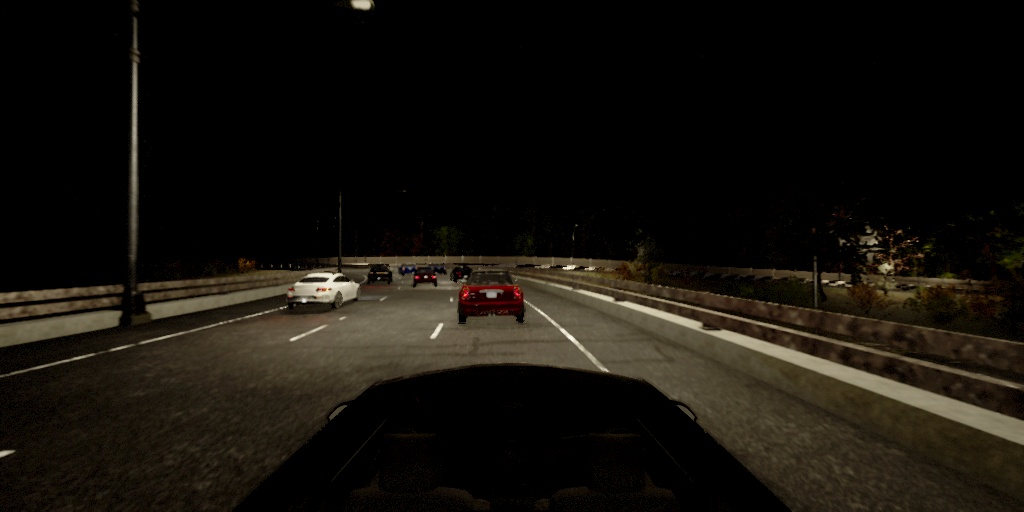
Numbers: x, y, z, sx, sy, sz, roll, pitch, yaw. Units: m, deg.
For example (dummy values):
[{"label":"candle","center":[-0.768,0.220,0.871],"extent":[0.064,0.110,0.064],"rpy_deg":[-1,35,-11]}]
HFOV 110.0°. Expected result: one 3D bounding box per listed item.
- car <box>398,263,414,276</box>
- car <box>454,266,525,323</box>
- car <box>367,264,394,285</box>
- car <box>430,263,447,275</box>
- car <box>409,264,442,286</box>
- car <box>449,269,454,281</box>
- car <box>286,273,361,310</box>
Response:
[{"label":"car","center":[-13.783,1.680,47.420],"extent":[2.097,1.767,4.553],"rpy_deg":[0,-1,-24]},{"label":"car","center":[-0.810,1.234,13.019],"extent":[2.097,1.767,4.553],"rpy_deg":[0,-1,-5]},{"label":"car","center":[-11.372,1.624,31.139],"extent":[2.128,1.511,4.902],"rpy_deg":[0,-1,-16]},{"label":"car","center":[-10.284,1.673,48.160],"extent":[2.097,1.767,4.553],"rpy_deg":[0,-1,-24]},{"label":"car","center":[-6.995,1.634,28.821],"extent":[2.033,1.411,5.357],"rpy_deg":[0,-1,-15]},{"label":"car","center":[-4.553,1.647,32.750],"extent":[1.812,1.442,4.674],"rpy_deg":[0,-1,-16]},{"label":"car","center":[-8.172,1.471,15.859],"extent":[1.812,1.442,4.674],"rpy_deg":[0,-1,-8]}]
